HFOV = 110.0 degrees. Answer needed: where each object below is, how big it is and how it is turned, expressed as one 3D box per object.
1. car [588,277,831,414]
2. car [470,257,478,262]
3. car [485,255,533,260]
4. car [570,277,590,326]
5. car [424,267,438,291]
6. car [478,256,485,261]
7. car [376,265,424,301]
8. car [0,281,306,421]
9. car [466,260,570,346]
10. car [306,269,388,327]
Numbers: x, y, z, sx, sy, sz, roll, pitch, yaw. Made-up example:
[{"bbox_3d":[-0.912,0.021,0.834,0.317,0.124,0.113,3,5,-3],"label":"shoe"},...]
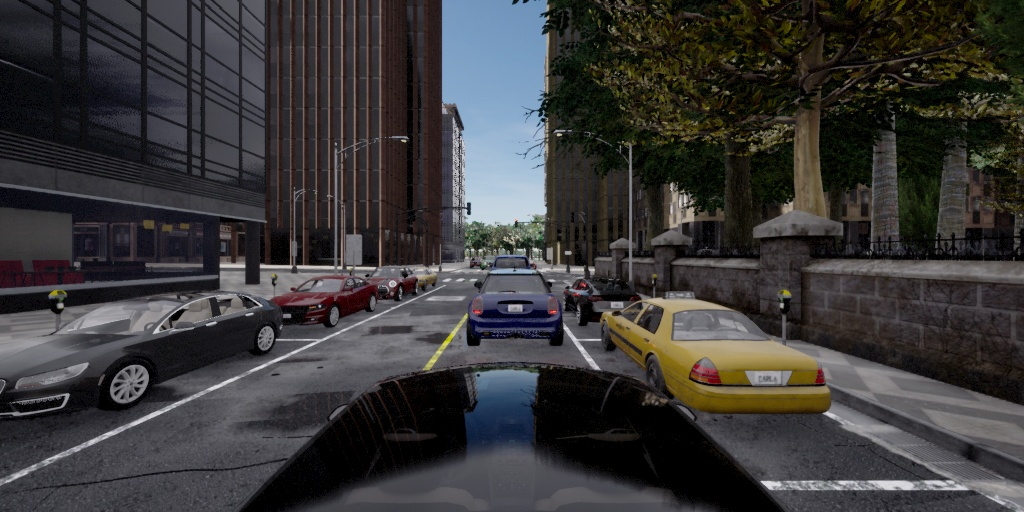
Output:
[{"bbox_3d":[2.756,1.275,6.170,1.751,1.417,4.829,0,0,0],"label":"car"},{"bbox_3d":[-5.849,1.079,59.764,2.192,1.841,5.009,0,0,0],"label":"car"},{"bbox_3d":[-0.021,0.973,18.995,2.150,2.045,5.566,0,0,0],"label":"car"},{"bbox_3d":[2.748,1.316,11.457,1.948,1.339,4.313,0,0,0],"label":"car"},{"bbox_3d":[-5.793,1.277,22.186,1.751,1.417,4.829,0,0,0],"label":"car"},{"bbox_3d":[-3.176,0.982,51.238,2.150,2.045,5.566,0,0,0],"label":"car"},{"bbox_3d":[-5.786,1.190,16.899,1.967,1.591,4.097,0,0,0],"label":"car"},{"bbox_3d":[-5.769,1.300,5.985,2.007,1.370,4.403,0,0,0],"label":"car"},{"bbox_3d":[0.041,1.102,9.560,2.097,1.767,4.553,0,0,-1],"label":"car"},{"bbox_3d":[-5.777,1.295,11.442,1.888,1.381,4.507,0,0,0],"label":"car"}]
